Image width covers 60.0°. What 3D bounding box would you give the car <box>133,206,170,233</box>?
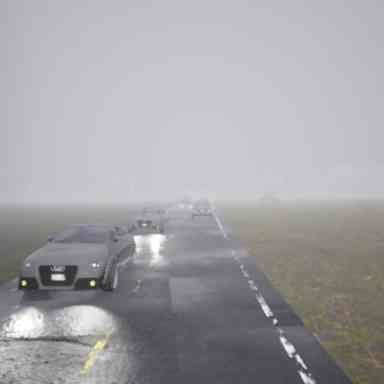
[{"bbox_3d":[-2.417,1.544,19.530,1.994,1.385,4.181,0,0,3],"label":"car"}]

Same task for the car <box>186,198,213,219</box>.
[{"bbox_3d":[0.844,1.519,28.558,2.033,1.411,5.357,0,0,2],"label":"car"}]

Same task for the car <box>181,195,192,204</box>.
[{"bbox_3d":[-0.861,1.287,59.704,2.097,1.767,4.553,1,0,2],"label":"car"}]

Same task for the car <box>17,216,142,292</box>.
[{"bbox_3d":[-2.725,1.555,8.800,1.994,1.385,4.181,0,0,1],"label":"car"}]
